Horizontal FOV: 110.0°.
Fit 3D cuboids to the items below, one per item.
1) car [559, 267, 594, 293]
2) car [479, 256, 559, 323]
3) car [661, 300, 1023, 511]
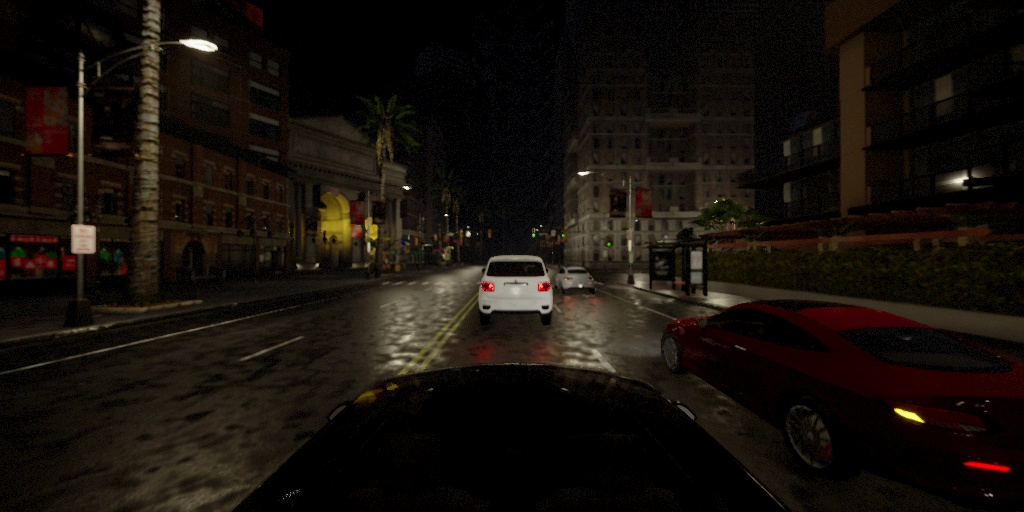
[{"bbox_3d":[3.604,1.351,21.184,1.812,1.442,4.674,0,0,0],"label":"car"},{"bbox_3d":[0.104,1.013,12.358,2.150,2.045,5.566,0,0,0],"label":"car"},{"bbox_3d":[3.620,1.287,4.595,1.812,1.442,4.674,0,0,0],"label":"car"}]
